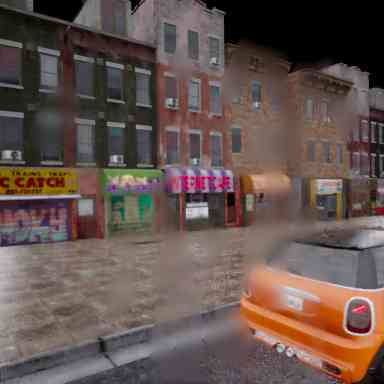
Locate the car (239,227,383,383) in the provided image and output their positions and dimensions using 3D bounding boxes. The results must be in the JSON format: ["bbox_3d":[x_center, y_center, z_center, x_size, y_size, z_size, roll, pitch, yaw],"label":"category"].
[{"bbox_3d":[2.944,1.350,5.262,4.553,1.767,2.097,0,0,-35],"label":"car"}]
